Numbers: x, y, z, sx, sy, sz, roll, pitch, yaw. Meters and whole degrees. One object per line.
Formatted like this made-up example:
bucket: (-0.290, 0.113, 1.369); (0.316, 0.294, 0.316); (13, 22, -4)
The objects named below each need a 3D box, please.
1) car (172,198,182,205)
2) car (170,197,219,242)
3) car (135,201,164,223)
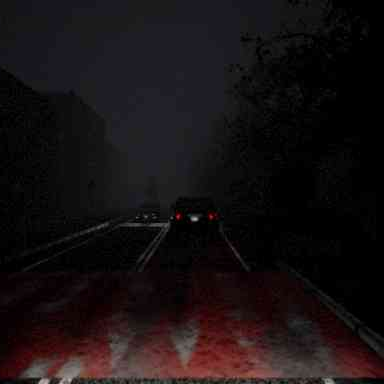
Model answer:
car: (-3.008, 2.000, 68.618); (1.812, 1.442, 4.674); (0, -1, 0)
car: (0.115, 1.234, 16.595); (2.150, 2.045, 5.566); (0, 0, 0)
car: (-3.310, 1.535, 26.304); (1.837, 1.490, 4.892); (0, 0, 0)
